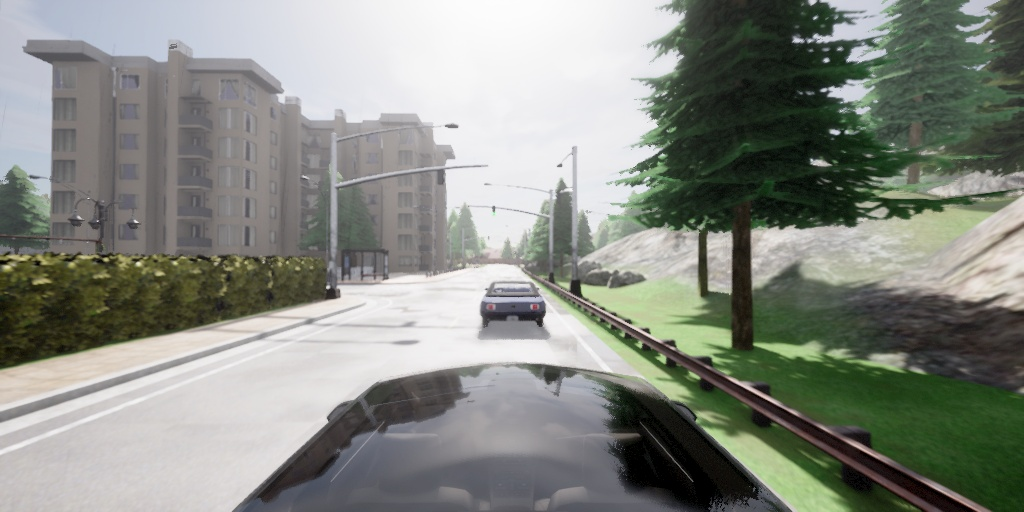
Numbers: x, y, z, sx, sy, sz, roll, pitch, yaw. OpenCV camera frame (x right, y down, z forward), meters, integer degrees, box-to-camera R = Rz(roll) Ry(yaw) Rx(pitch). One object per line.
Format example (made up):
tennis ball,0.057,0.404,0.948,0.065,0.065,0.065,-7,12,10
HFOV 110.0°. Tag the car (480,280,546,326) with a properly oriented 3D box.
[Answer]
car,0.008,1.470,12.168,1.895,1.301,4.718,0,-1,-1
